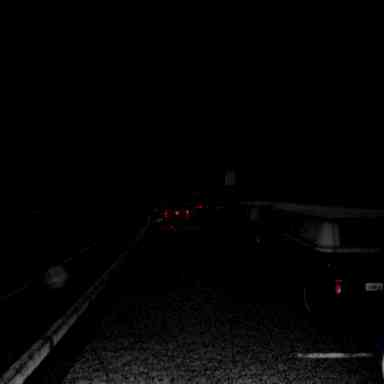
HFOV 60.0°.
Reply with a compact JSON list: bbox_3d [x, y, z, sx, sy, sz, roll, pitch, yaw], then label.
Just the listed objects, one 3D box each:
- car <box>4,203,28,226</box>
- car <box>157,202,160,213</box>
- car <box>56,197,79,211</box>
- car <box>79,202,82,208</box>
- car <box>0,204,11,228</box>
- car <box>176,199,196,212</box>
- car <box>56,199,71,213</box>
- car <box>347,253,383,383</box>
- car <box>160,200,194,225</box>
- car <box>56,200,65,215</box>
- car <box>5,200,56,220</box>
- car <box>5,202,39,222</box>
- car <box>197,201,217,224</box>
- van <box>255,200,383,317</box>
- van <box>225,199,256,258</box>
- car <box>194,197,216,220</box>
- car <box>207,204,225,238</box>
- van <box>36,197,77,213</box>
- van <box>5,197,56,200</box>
[{"bbox_3d":[-14.724,1.725,23.537,4.792,1.488,2.163,0,-1,-5],"label":"car"},{"bbox_3d":[-3.397,1.790,42.834,1.882,1.535,5.008,0,0,-8],"label":"car"},{"bbox_3d":[-16.898,1.570,39.639,5.566,2.045,2.435,0,0,-9],"label":"car"},{"bbox_3d":[-17.789,1.720,45.068,4.553,1.767,2.185,0,0,-9],"label":"car"},{"bbox_3d":[-14.523,1.697,20.816,4.792,1.488,2.163,0,-1,-5],"label":"car"},{"bbox_3d":[-0.903,1.806,45.437,2.128,1.511,4.902,0,0,-8],"label":"car"},{"bbox_3d":[-16.414,1.835,36.953,4.792,1.488,2.163,0,0,-8],"label":"car"},{"bbox_3d":[2.991,1.517,1.848,2.002,1.452,4.674,0,0,0],"label":"car"},{"bbox_3d":[-1.271,1.537,25.907,2.097,1.767,4.553,0,0,-5],"label":"car"},{"bbox_3d":[-16.061,1.828,34.361,4.674,1.452,2.002,0,0,-8],"label":"car"},{"bbox_3d":[-15.170,1.741,28.983,5.366,1.575,1.946,0,0,-7],"label":"car"},{"bbox_3d":[-15.042,1.762,26.250,4.674,1.452,2.002,0,-1,-6],"label":"car"},{"bbox_3d":[1.885,1.638,23.976,2.097,1.535,5.008,0,-1,-5],"label":"car"},{"bbox_3d":[2.896,1.269,7.519,1.878,1.987,4.442,0,0,-1],"label":"van"},{"bbox_3d":[2.663,1.308,13.053,1.878,1.987,4.442,0,0,-2],"label":"van"},{"bbox_3d":[1.062,1.437,30.865,2.150,2.045,5.566,0,0,-6],"label":"car"},{"bbox_3d":[2.337,1.617,18.501,2.163,1.488,4.792,0,-1,-3],"label":"car"},{"bbox_3d":[-17.201,1.607,42.371,4.442,1.987,1.878,0,0,-9],"label":"van"},{"bbox_3d":[-15.814,1.542,31.658,4.442,1.987,1.878,0,0,-7],"label":"van"}]
